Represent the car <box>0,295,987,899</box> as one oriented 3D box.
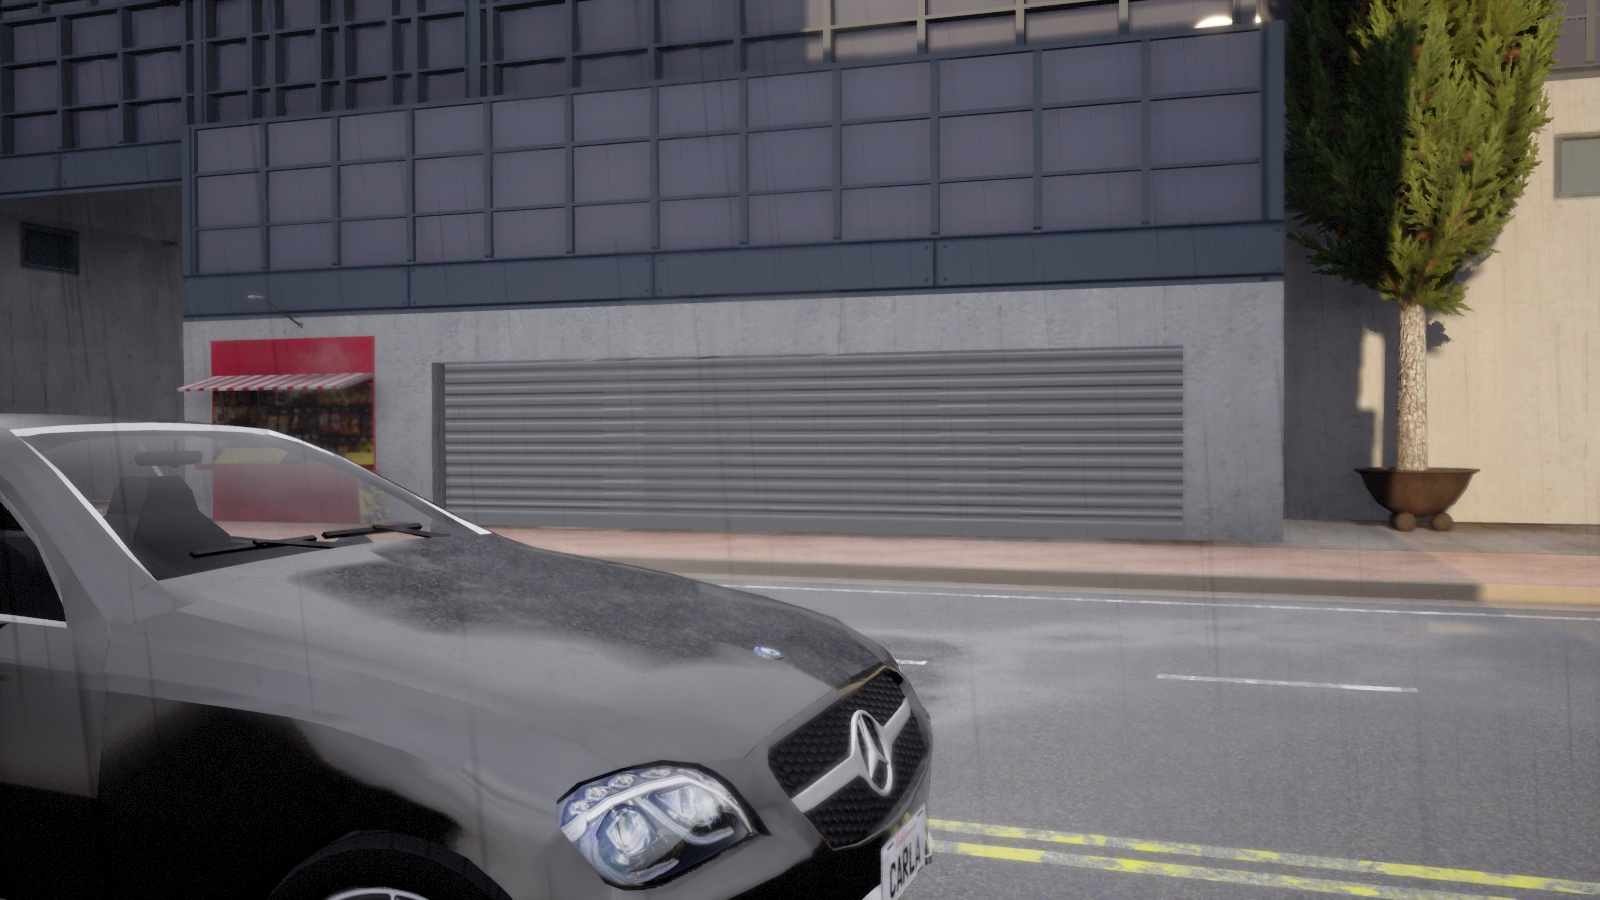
[{"bbox_3d":[-2.120,0.535,3.904,5.027,1.651,2.152,1,1,19],"label":"car"}]
